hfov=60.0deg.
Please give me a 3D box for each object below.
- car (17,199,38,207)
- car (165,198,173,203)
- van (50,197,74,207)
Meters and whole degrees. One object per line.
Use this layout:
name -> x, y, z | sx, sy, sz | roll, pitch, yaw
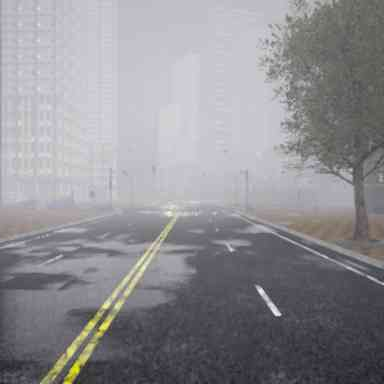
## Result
car -> -28.199, 1.944, 58.290 | 4.507, 1.381, 1.887 | 0, 0, 1
car -> -6.563, 2.395, 95.240 | 1.994, 1.385, 4.181 | 0, 0, -1
van -> -22.660, 1.766, 58.245 | 3.998, 1.788, 1.690 | 0, 0, 1
